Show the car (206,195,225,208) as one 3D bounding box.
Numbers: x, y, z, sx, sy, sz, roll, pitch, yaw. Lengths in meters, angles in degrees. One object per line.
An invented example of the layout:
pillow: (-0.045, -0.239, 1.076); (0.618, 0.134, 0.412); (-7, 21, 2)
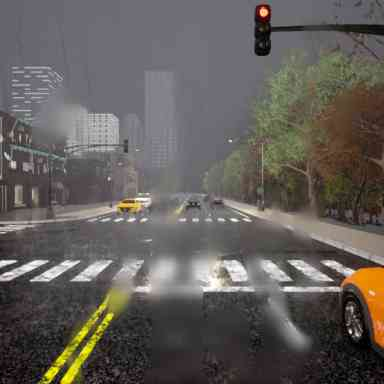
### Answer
car: (3.459, 1.475, 46.448); (2.128, 1.511, 4.902); (0, 0, 0)

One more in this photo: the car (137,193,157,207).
car: (-6.483, 1.206, 44.851); (2.150, 2.045, 5.566); (0, 0, 0)

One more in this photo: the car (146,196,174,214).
car: (-3.263, 1.466, 34.925); (1.882, 1.535, 5.008); (0, 0, 0)

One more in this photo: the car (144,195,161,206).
car: (-6.454, 1.332, 54.812); (2.097, 1.767, 4.553); (0, 0, 0)

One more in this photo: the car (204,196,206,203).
car: (3.471, 1.449, 71.565); (1.882, 1.535, 5.008); (0, 0, 0)

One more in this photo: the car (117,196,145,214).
car: (-6.510, 1.466, 34.913); (1.882, 1.535, 5.008); (0, 0, 0)

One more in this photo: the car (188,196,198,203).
car: (0.258, 1.574, 68.338); (1.895, 1.301, 4.718); (0, 0, 0)

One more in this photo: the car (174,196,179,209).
car: (-3.233, 1.548, 44.935); (1.994, 1.385, 4.181); (0, 0, 0)

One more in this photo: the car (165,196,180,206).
car: (-3.203, 1.471, 54.964); (2.128, 1.511, 4.902); (0, 0, 0)

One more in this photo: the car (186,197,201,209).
car: (0.202, 1.532, 43.912); (2.033, 1.411, 5.357); (0, 0, 0)

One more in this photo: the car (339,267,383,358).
car: (3.360, 1.351, 3.419); (2.097, 1.767, 4.553); (0, 0, 0)
